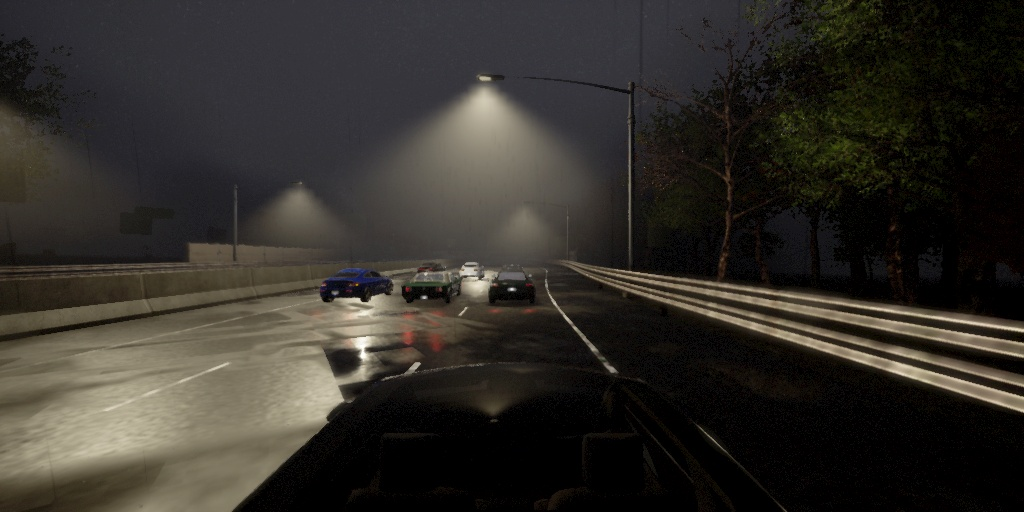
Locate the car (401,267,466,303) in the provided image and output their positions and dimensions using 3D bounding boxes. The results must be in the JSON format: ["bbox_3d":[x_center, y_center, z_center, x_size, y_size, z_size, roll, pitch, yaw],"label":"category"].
[{"bbox_3d":[-3.500,1.366,16.531,1.895,1.301,4.718,0,0,0],"label":"car"}]

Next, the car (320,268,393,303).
[{"bbox_3d":[-7.000,1.283,16.501,1.812,1.442,4.674,0,0,0],"label":"car"}]

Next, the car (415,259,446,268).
[{"bbox_3d":[-7.000,1.275,31.501,1.837,1.490,4.892,0,0,0],"label":"car"}]

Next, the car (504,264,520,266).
[{"bbox_3d":[0.000,1.376,31.531,1.895,1.301,4.718,0,0,0],"label":"car"}]

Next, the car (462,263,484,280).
[{"bbox_3d":[-3.500,1.292,31.501,1.812,1.442,4.674,0,0,0],"label":"car"}]

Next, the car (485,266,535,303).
[{"bbox_3d":[0.000,1.322,16.501,1.994,1.385,4.181,0,0,0],"label":"car"}]
